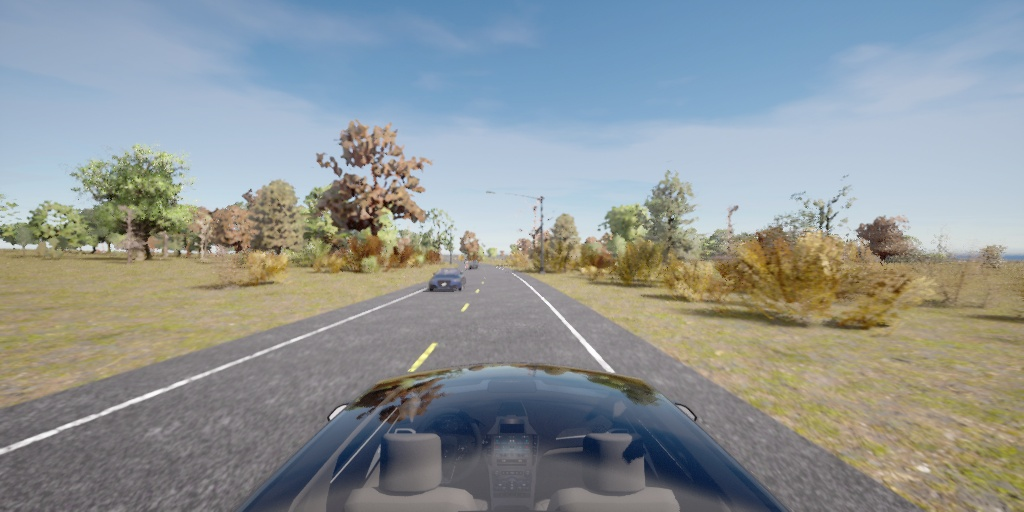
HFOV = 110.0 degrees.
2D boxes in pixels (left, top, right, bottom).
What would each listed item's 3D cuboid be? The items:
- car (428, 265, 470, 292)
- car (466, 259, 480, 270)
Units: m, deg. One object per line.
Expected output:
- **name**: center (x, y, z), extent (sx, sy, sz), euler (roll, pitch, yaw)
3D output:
- **car**: center (-4.012, 1.465, 22.815), extent (1.994, 1.385, 4.181), euler (0, 0, -2)
- **car**: center (-6.681, 1.664, 63.695), extent (1.837, 1.490, 4.892), euler (0, 0, -5)
